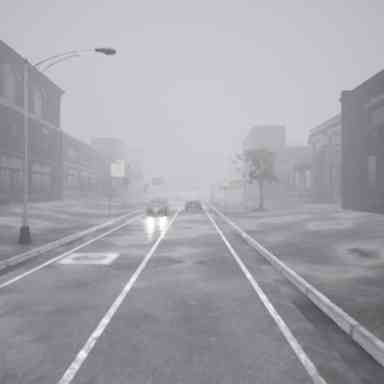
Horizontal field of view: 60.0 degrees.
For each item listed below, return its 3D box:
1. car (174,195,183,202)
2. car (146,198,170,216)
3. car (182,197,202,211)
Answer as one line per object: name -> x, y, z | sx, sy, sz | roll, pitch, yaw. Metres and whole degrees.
car -> -2.950, 1.333, 71.530 | 1.837, 1.490, 4.892 | 0, -1, 0
car -> -3.073, 1.340, 30.779 | 2.128, 1.511, 4.902 | 0, 0, 0
car -> 0.124, 1.310, 38.140 | 1.812, 1.442, 4.674 | -1, 0, -1
